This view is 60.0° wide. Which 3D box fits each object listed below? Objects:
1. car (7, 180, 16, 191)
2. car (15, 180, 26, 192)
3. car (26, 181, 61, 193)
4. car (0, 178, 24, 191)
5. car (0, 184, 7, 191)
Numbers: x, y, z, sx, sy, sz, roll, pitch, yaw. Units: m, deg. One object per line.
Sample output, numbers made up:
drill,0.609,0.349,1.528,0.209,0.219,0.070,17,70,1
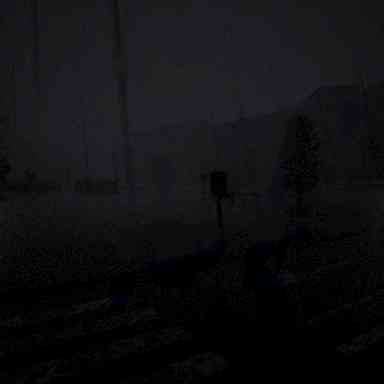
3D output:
car,-26.330,-0.943,52.960,2.002,1.452,4.674,0,6,16
car,-23.929,-0.863,51.232,2.231,1.521,4.892,1,6,17
car,-21.565,-0.707,49.447,2.163,1.488,4.792,1,7,17
car,-31.170,-1.332,56.305,2.185,1.767,4.553,0,6,15
car,-28.730,-1.100,54.668,2.097,1.535,5.008,0,6,16
